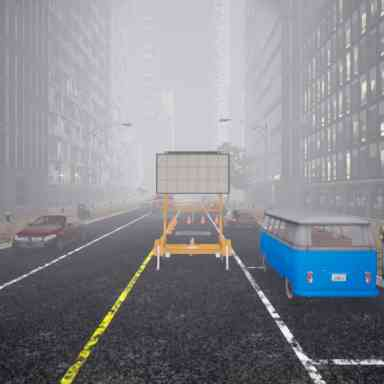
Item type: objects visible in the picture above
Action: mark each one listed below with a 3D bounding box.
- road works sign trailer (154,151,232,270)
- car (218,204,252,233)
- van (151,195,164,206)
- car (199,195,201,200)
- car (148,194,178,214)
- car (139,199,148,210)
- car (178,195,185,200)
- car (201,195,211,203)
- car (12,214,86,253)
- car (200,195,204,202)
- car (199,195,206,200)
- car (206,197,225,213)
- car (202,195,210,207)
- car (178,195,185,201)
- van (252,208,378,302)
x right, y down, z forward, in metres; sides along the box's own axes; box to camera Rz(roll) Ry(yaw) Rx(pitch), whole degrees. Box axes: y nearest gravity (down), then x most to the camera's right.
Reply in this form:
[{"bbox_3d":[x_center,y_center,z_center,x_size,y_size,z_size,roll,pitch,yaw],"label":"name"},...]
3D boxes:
[{"bbox_3d":[0.027,0.464,11.002,2.380,3.560,2.880,0,0,0],"label":"road works sign trailer"},{"bbox_3d":[2.740,1.581,19.360,1.802,1.307,4.206,0,0,0],"label":"car"},{"bbox_3d":[-5.548,1.328,53.541,1.690,1.788,3.998,0,0,0],"label":"van"},{"bbox_3d":[2.863,1.410,64.900,1.967,1.590,4.097,0,0,0],"label":"car"},{"bbox_3d":[-3.007,1.221,35.821,2.150,2.045,5.566,0,0,0],"label":"car"},{"bbox_3d":[-5.580,1.548,42.156,2.008,1.369,4.403,0,0,0],"label":"car"},{"bbox_3d":[-2.759,1.462,91.008,1.812,1.442,4.674,0,0,0],"label":"car"},{"bbox_3d":[2.878,1.401,70.592,1.967,1.590,4.097,0,0,0],"label":"car"},{"bbox_3d":[-5.656,1.582,13.693,1.802,1.307,4.206,0,0,0],"label":"car"},{"bbox_3d":[2.832,1.538,53.515,2.008,1.369,4.403,0,0,0],"label":"car"},{"bbox_3d":[2.939,1.463,93.362,1.887,1.381,4.507,0,0,0],"label":"car"},{"bbox_3d":[2.786,1.581,36.438,1.802,1.307,4.206,0,0,0],"label":"car"},{"bbox_3d":[2.817,1.544,47.822,2.008,1.369,4.403,0,0,0],"label":"car"},{"bbox_3d":[-2.796,1.494,77.070,1.895,1.301,4.718,0,0,0],"label":"car"},{"bbox_3d":[2.709,1.341,7.976,1.690,1.788,3.998,0,0,0],"label":"van"}]
